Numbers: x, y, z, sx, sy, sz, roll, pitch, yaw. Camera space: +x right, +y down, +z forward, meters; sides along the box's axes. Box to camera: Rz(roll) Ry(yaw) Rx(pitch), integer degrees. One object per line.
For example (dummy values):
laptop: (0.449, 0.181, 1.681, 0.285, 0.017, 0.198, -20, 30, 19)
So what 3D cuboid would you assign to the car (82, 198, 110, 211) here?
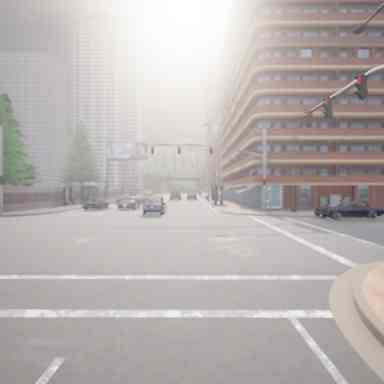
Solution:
car: (-10.600, 1.341, 36.844, 1.895, 1.301, 4.718, 0, 0, 0)

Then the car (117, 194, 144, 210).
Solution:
car: (-7.088, 1.228, 37.444, 2.128, 1.511, 4.902, 0, 0, 0)

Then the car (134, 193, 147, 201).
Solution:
car: (-10.511, 1.045, 68.122, 1.812, 1.442, 4.674, 0, 0, 0)

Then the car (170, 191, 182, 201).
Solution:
car: (-3.510, 0.726, 70.106, 2.150, 2.045, 5.566, 0, 0, 0)

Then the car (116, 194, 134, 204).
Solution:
car: (-10.572, 1.105, 52.934, 1.882, 1.535, 5.008, 0, 0, 0)

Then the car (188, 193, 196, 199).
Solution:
car: (-0.012, 0.976, 79.359, 1.994, 1.385, 4.181, 0, 0, 0)

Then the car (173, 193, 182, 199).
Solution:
car: (-3.512, 0.976, 79.359, 1.994, 1.385, 4.181, 0, 0, 0)

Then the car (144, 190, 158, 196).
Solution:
car: (-7.080, 0.979, 52.879, 2.097, 1.767, 4.553, 0, 0, 0)

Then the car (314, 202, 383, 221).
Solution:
car: (11.436, 1.373, 24.395, 4.718, 1.301, 1.895, 0, 0, -12)

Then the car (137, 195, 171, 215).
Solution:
car: (-3.409, 1.329, 30.987, 2.033, 1.411, 5.357, 0, 0, 0)

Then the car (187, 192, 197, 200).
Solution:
car: (-0.011, 0.852, 70.889, 2.097, 1.767, 4.553, 0, 0, 0)
